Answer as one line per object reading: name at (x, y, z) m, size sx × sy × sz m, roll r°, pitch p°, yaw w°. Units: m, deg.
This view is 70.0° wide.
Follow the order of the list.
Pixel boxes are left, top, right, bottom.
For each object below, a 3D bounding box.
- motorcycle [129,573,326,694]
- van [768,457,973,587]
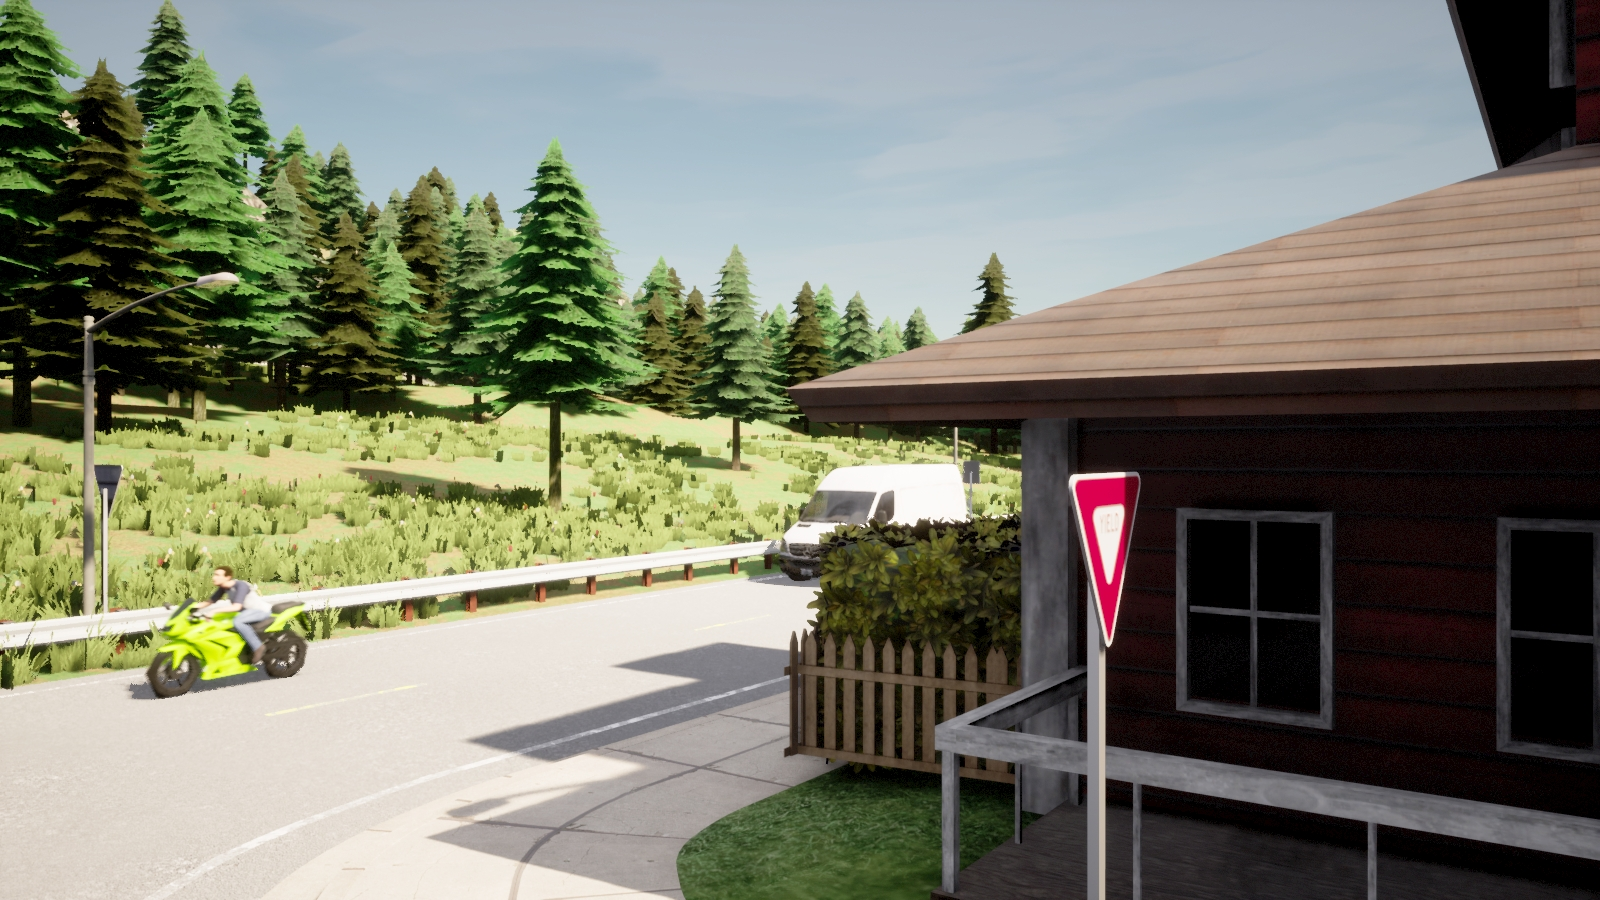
motorcycle at (-7.017, 2.213, 14.113) m, size 0.803 × 1.145 × 2.033 m, roll 0°, pitch 0°, yaw 35°
van at (1.819, 1.529, 26.792) m, size 1.988 × 2.561 × 5.915 m, roll 0°, pitch 1°, yaw 35°
